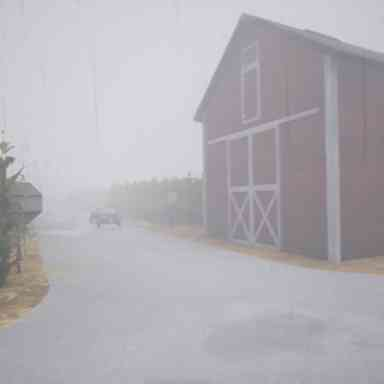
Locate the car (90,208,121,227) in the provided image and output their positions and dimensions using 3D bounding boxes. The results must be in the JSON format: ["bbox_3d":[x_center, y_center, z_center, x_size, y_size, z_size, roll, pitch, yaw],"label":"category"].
[{"bbox_3d":[-7.110,2.017,27.175,1.812,1.442,4.674,0,0,-27],"label":"car"}]

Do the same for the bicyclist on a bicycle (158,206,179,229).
[{"bbox_3d":[-1.637,1.796,23.414,1.656,1.620,0.582,-1,0,-27],"label":"bicyclist on a bicycle"}]
